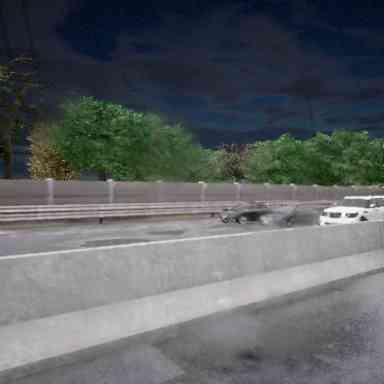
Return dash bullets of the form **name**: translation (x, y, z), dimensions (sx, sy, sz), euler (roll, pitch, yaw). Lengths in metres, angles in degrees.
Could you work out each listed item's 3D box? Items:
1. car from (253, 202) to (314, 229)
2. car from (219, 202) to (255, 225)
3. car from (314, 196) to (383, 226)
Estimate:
- **car**: translation (6.383, 1.544, 21.436), dimensions (4.674, 1.442, 1.812), euler (0, 0, -35)
- **car**: translation (4.121, 1.523, 24.122), dimensions (4.892, 1.490, 1.837), euler (0, 0, -35)
- **car**: translation (9.984, 1.243, 19.705), dimensions (5.566, 2.045, 2.150), euler (0, 0, -35)
